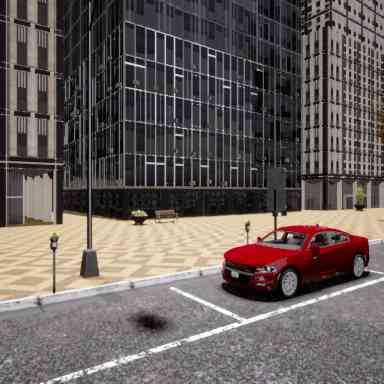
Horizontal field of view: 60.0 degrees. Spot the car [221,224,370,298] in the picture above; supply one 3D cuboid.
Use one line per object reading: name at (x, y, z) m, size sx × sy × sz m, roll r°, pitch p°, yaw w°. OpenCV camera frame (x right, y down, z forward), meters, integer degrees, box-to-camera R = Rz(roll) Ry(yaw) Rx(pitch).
car at (2.764, 1.545, 8.512) m, size 4.507 × 1.381 × 1.887 m, roll 0°, pitch 0°, yaw -35°
